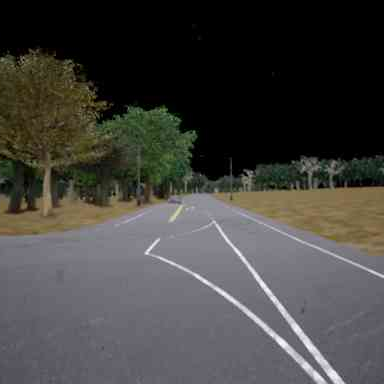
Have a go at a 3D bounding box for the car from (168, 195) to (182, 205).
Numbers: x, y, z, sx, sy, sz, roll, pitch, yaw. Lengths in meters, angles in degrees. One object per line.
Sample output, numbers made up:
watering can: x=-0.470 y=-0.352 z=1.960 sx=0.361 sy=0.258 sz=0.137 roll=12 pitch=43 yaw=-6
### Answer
car: x=-3.113 y=1.374 z=60.375 sx=2.097 sy=1.767 sz=4.553 roll=0 pitch=0 yaw=4
